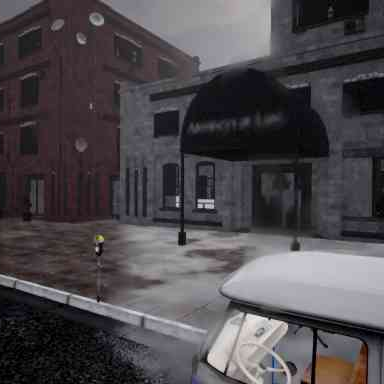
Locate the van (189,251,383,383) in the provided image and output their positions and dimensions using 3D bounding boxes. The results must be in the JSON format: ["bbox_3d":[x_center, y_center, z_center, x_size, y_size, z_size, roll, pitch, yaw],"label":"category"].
[{"bbox_3d":[1.790,1.341,1.627,3.998,1.788,1.690,0,1,34],"label":"van"}]
